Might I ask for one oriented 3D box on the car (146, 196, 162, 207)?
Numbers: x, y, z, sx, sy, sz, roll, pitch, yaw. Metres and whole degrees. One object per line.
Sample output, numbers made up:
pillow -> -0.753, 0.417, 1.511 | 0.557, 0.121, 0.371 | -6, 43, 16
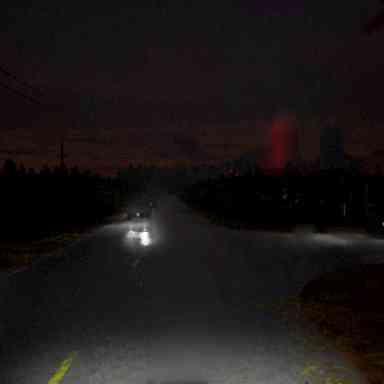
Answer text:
car -> -5.756, 1.423, 50.685 | 2.128, 1.511, 4.902 | 0, 0, -4

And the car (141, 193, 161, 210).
car -> -4.948, 1.169, 38.411 | 2.150, 2.045, 5.566 | 0, 0, -4

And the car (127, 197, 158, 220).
car -> -4.261, 1.454, 27.736 | 2.128, 1.511, 4.902 | 0, 0, -3

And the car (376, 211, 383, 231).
car -> 12.039, 1.194, 16.165 | 5.566, 2.045, 2.150 | 0, 0, -2
